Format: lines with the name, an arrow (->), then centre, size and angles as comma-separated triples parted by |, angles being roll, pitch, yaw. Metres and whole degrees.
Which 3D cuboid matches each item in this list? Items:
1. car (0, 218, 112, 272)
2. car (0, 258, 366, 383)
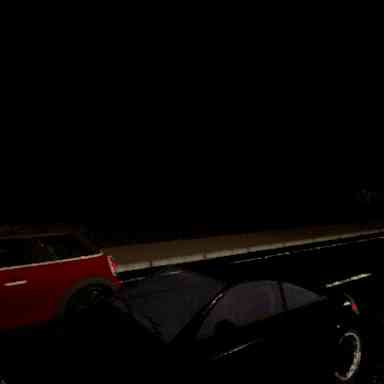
car -> -3.494, 1.351, 5.186 | 4.553, 1.767, 2.097 | 0, 0, -36
car -> 0.118, 1.558, 3.777 | 4.181, 1.385, 1.994 | 0, 0, -36
